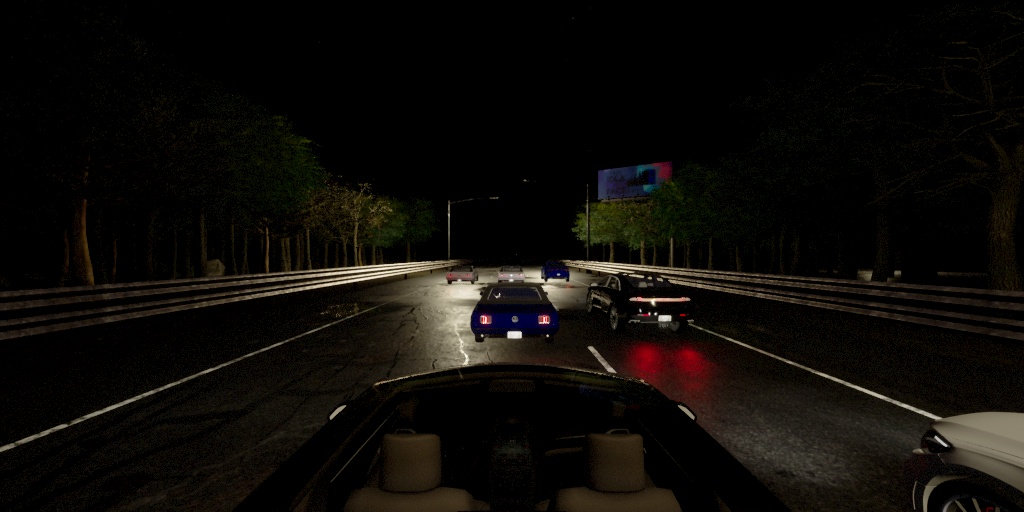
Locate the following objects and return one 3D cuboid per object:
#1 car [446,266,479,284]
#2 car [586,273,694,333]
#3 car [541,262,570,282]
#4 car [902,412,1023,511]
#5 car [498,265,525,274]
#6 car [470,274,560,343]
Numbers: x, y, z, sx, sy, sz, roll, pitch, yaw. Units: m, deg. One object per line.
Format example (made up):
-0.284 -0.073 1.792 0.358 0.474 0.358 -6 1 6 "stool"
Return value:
-3.548 1.351 26.434 1.895 1.301 4.718 0 0 0 "car"
3.548 1.242 10.787 2.128 1.511 4.902 0 0 0 "car"
3.438 1.228 29.095 1.882 1.535 5.008 0 0 -1 "car"
3.622 1.276 0.478 1.812 1.442 4.674 0 0 0 "car"
-0.047 1.351 26.504 1.895 1.301 4.718 0 0 0 "car"
0.053 1.351 9.664 1.895 1.301 4.718 0 0 0 "car"
